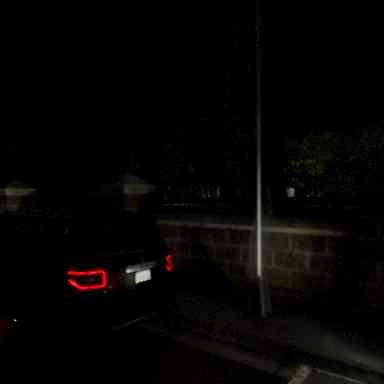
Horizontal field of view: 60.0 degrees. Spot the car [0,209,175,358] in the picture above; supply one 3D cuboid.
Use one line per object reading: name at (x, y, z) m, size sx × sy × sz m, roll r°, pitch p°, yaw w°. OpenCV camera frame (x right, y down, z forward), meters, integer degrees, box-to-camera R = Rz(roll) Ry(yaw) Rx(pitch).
car at (-2.865, 1.354, 6.484) m, size 5.566 × 2.045 × 2.150 m, roll -1°, pitch -1°, yaw 37°
